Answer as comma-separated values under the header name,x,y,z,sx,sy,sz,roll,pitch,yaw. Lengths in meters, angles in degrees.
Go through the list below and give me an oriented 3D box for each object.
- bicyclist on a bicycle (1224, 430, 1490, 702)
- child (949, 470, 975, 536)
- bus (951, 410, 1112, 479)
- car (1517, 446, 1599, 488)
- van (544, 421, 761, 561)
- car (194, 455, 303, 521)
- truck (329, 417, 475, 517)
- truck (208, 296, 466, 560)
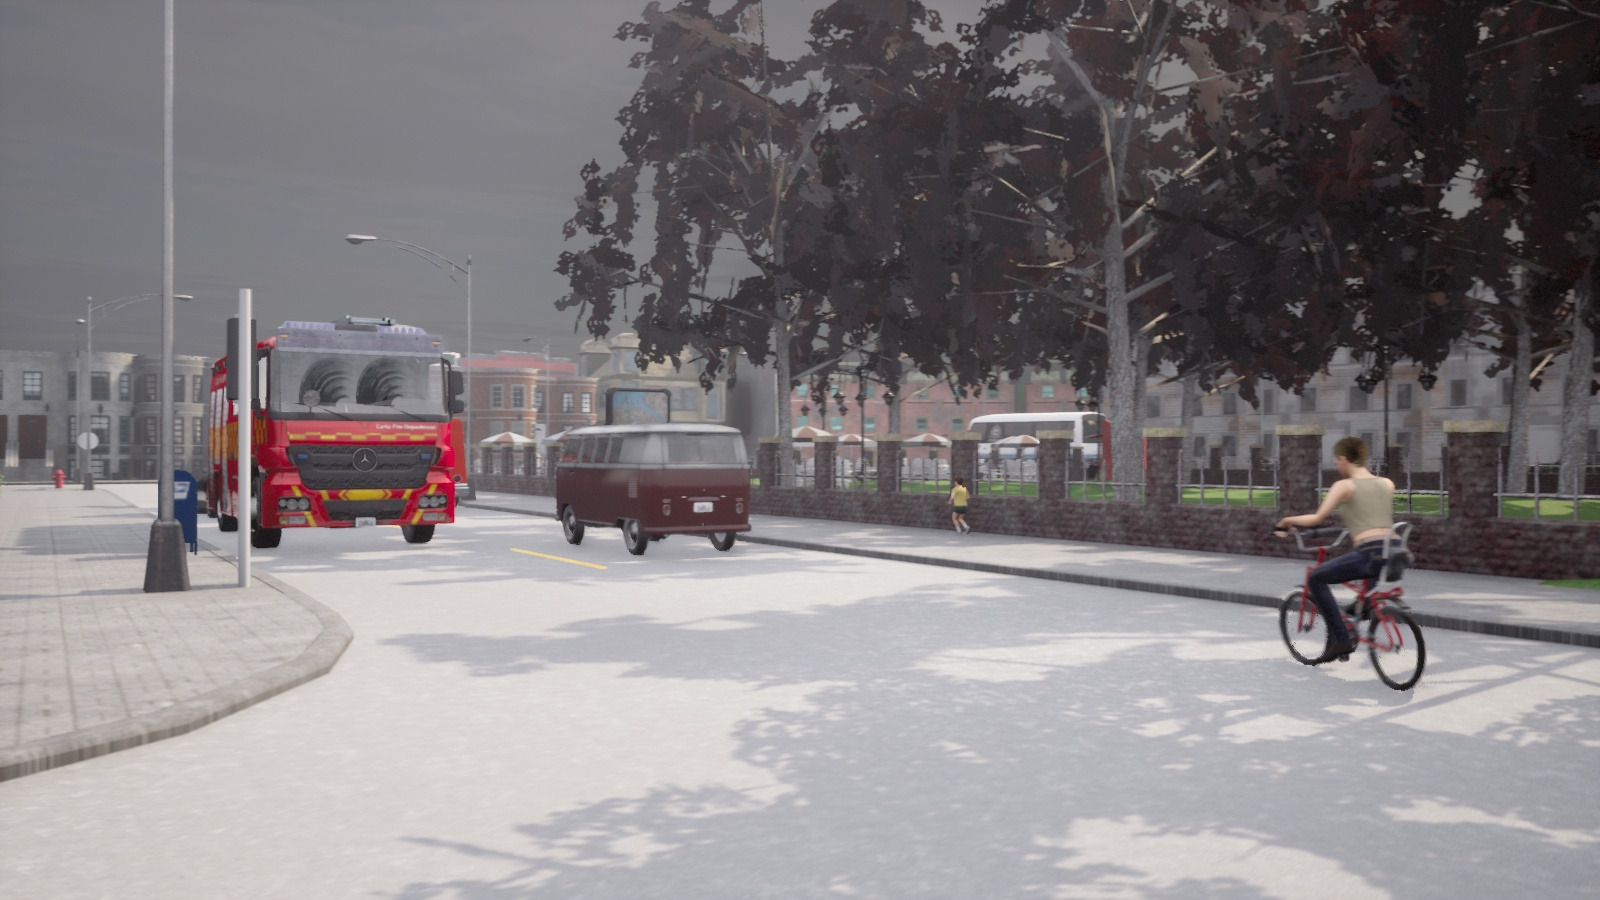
name,x,y,z,sx,sy,sz,roll,pitch,yaw
bicyclist on a bicycle,3.659,0.704,8.405,0.866,1.612,1.509,-2,0,-12
child,2.809,0.913,21.736,0.255,1.110,0.394,0,0,-31
bus,15.152,-0.356,83.067,3.944,4.253,10.273,-1,0,-41
car,34.159,0.712,54.772,2.097,1.767,4.553,0,0,-31
van,-2.491,0.587,20.149,1.775,1.987,4.442,0,0,-31
car,-13.554,0.877,30.731,1.970,1.475,3.806,0,0,-31
truck,-10.897,0.430,34.071,2.627,2.467,5.204,0,0,-31
truck,-8.639,-0.301,22.596,2.891,3.827,8.468,0,0,-30
